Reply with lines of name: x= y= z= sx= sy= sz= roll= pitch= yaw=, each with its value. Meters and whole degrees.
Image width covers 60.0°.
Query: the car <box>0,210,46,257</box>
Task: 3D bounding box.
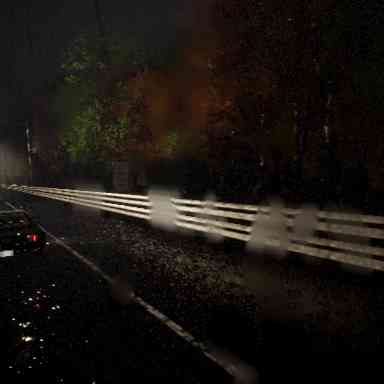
car: x=-5.954 y=1.238 z=10.405 sx=1.895 sy=1.301 sz=4.718 roll=-5 pitch=4 yaw=-32
